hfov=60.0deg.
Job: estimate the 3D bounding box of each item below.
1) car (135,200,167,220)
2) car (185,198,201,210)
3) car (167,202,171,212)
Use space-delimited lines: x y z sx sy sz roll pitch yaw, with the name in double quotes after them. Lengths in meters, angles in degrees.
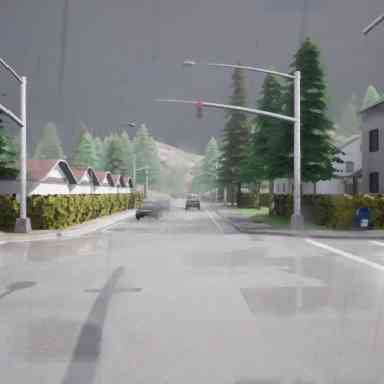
-3.591 1.557 28.633 2.033 1.411 5.357 0 0 0 "car"
0.112 1.519 43.284 1.837 1.490 4.892 0 0 0 "car"
-3.567 1.577 38.551 1.994 1.385 4.181 0 0 1 "car"
